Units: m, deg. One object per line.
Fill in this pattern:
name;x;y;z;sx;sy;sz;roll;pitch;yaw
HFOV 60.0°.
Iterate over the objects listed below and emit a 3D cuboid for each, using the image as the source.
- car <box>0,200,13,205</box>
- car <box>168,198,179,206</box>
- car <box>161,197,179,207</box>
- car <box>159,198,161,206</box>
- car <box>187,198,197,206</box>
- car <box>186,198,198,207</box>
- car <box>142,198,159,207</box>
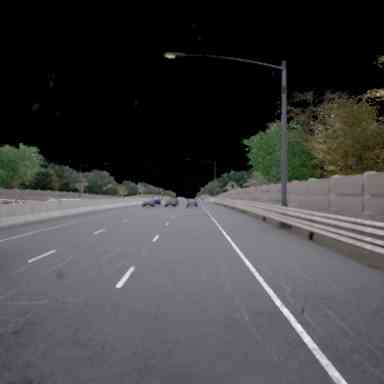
car;-17.565;1.503;29.607;2.128;1.511;4.902;0;0;0
car;-3.469;1.840;64.513;1.837;1.490;4.892;0;-1;0
car;-3.474;1.832;54.448;1.895;1.301;4.718;0;-1;0
car;-6.967;1.827;64.964;1.882;1.535;5.008;0;-1;0
car;0.031;1.916;64.520;1.994;1.385;4.181;0;-1;0
car;0.026;1.756;54.384;1.812;1.442;4.674;0;-1;0
car;-6.974;1.833;54.450;1.895;1.301;4.718;0;-1;0
